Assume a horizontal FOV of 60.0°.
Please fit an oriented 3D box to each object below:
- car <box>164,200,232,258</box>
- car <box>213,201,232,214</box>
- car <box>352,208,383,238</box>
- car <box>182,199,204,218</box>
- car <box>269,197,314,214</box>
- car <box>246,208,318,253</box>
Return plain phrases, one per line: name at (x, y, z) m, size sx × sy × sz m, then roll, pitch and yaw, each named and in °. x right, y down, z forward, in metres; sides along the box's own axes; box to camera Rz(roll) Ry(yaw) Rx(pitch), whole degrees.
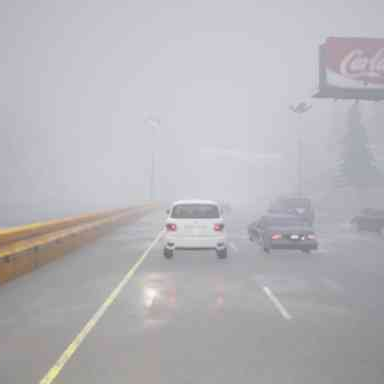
car at (0.108, 1.313, 13.327) m, size 2.150 × 2.045 × 5.566 m, roll 0°, pitch 0°, yaw 0°
car at (3.588, 1.791, 39.446) m, size 1.812 × 1.442 × 4.674 m, roll 0°, pitch 0°, yaw 0°
car at (10.602, 1.605, 18.155) m, size 1.882 × 1.535 × 5.008 m, roll 0°, pitch 0°, yaw 0°
car at (0.093, 1.571, 32.956) m, size 2.097 × 1.767 × 4.553 m, roll 0°, pitch 0°, yaw 0°
car at (7.100, 1.390, 24.319) m, size 2.150 × 2.045 × 5.566 m, roll 0°, pitch 0°, yaw 0°
car at (3.603, 1.645, 14.188) m, size 2.033 × 1.411 × 5.357 m, roll 0°, pitch 0°, yaw 0°
